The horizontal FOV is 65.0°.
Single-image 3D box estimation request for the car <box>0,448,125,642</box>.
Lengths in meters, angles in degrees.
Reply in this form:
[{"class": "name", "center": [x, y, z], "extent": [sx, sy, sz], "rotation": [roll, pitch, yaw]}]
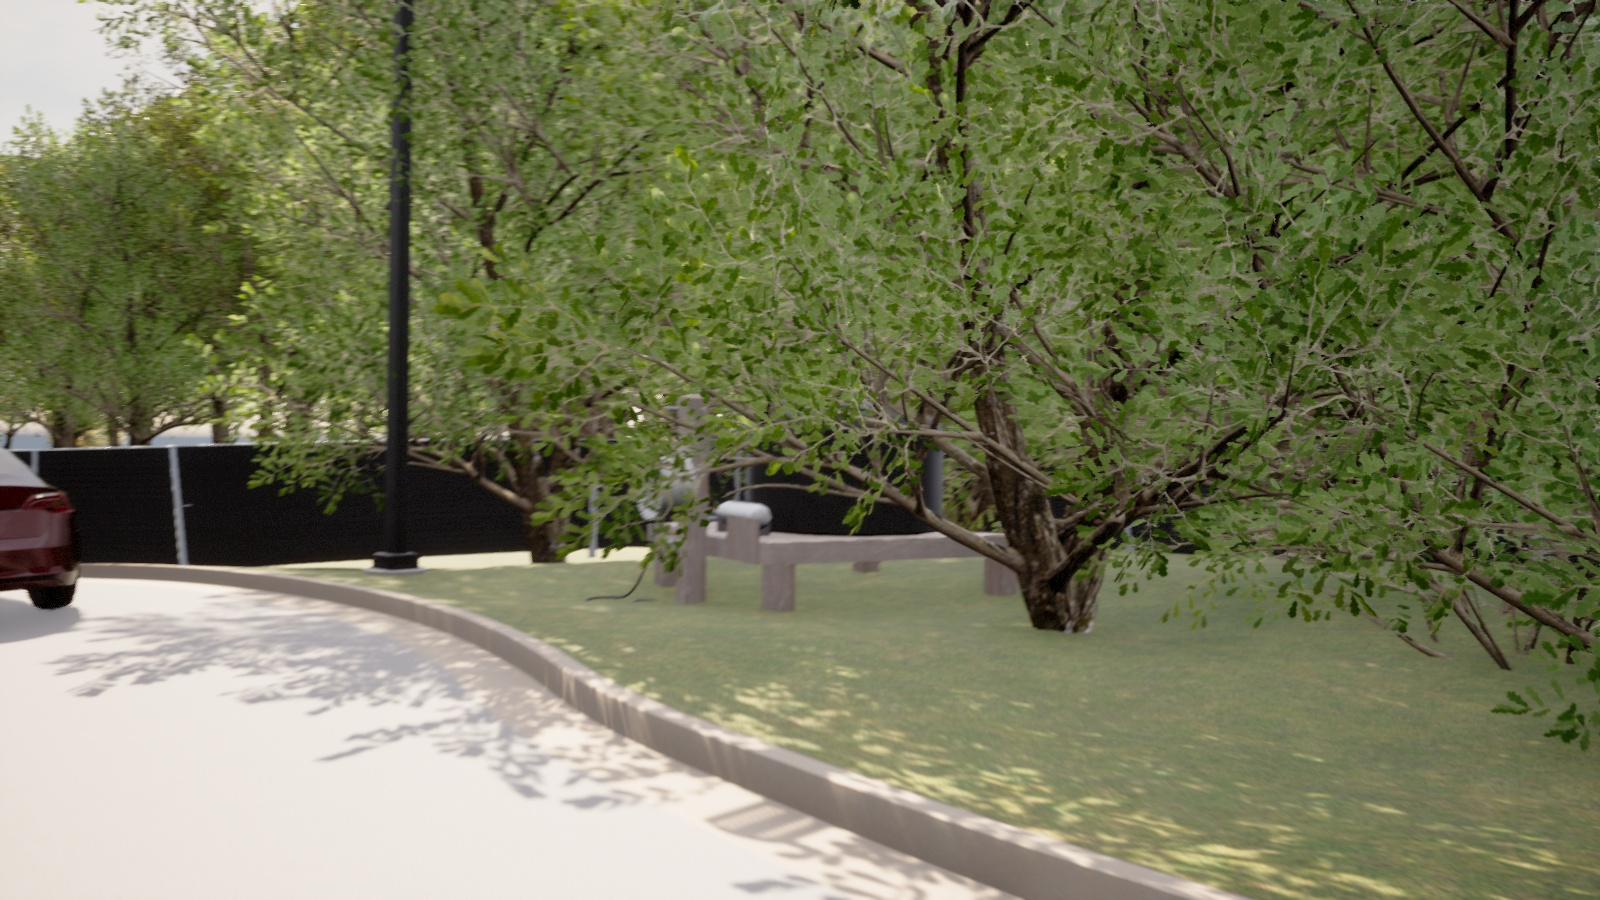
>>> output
[{"class": "car", "center": [-8.146, 0.851, 11.233], "extent": [4.792, 1.488, 2.163], "rotation": [-3, 0, 42]}]
